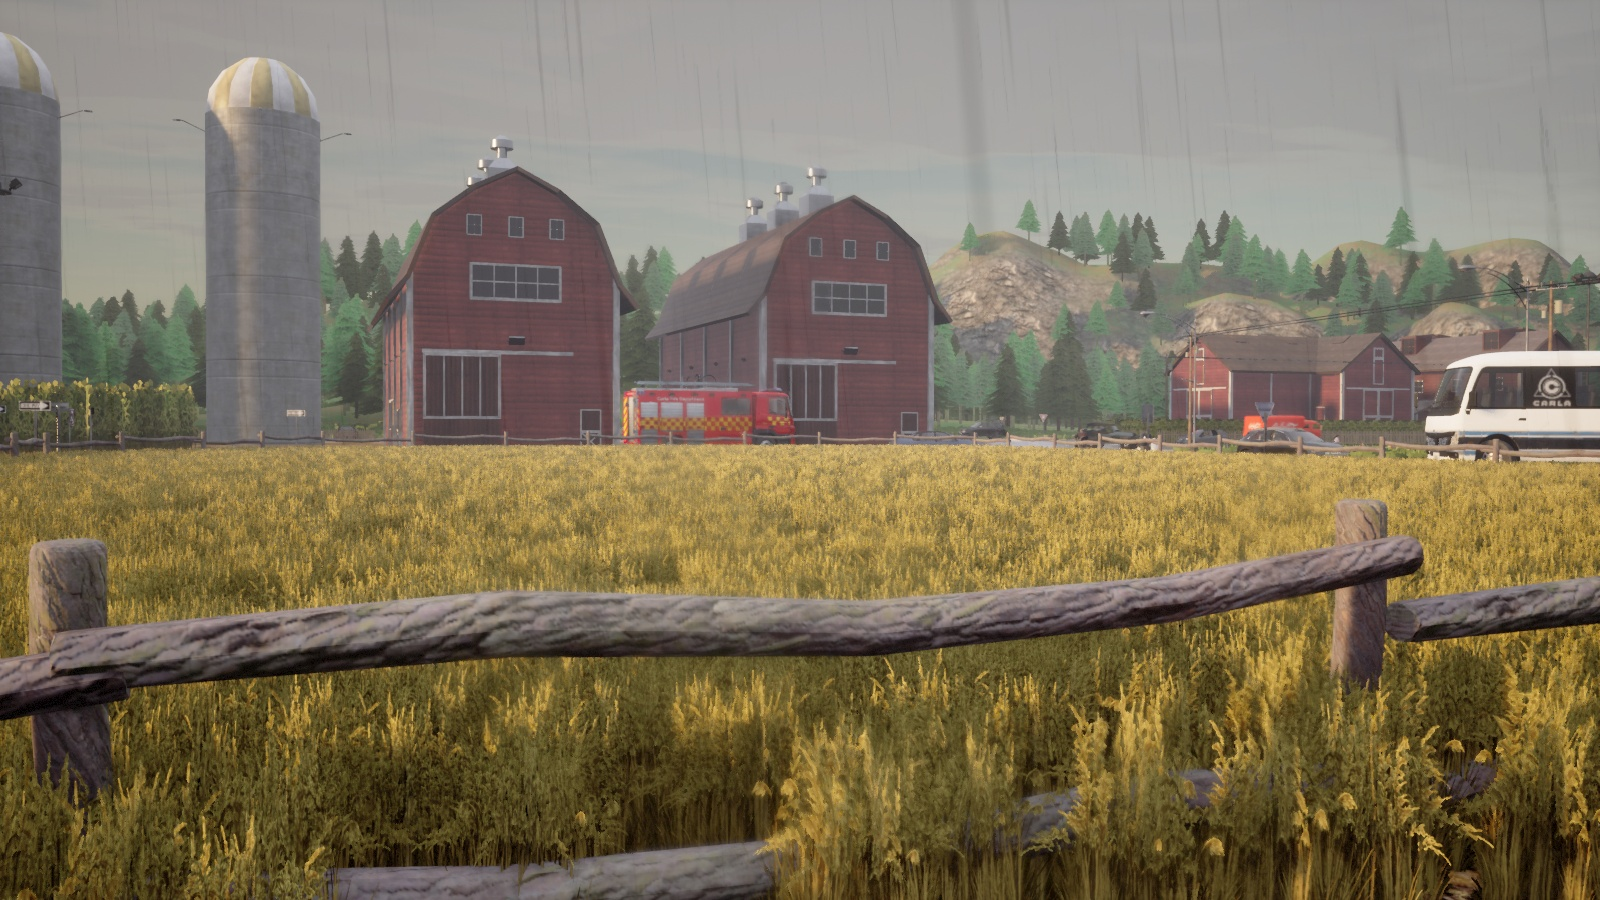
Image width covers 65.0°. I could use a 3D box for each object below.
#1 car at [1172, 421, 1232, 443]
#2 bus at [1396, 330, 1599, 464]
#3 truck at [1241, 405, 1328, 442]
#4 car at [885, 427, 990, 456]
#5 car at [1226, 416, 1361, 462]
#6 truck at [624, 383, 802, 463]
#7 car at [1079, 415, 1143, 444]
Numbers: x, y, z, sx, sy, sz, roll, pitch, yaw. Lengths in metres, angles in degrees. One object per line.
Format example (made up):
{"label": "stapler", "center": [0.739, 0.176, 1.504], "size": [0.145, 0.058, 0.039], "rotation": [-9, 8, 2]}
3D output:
{"label": "car", "center": [28.451, -1.306, 88.899], "size": [3.633, 1.501, 1.845], "rotation": [-1, 1, -13]}
{"label": "bus", "center": [26.218, -1.773, 42.418], "size": [10.273, 4.253, 3.944], "rotation": [-1, 1, 10]}
{"label": "truck", "center": [33.653, -1.868, 87.276], "size": [5.204, 2.467, 2.627], "rotation": [-1, 2, -20]}
{"label": "car", "center": [7.265, -0.477, 66.913], "size": [5.357, 1.411, 2.033], "rotation": [-1, 1, 1]}
{"label": "car", "center": [18.755, -0.439, 47.991], "size": [2.033, 1.649, 4.856], "rotation": [-1, 1, -21]}
{"label": "truck", "center": [-4.391, -1.420, 63.687], "size": [8.468, 3.827, 2.891], "rotation": [-2, 1, -24]}
{"label": "car", "center": [21.165, -1.407, 85.523], "size": [3.866, 1.878, 1.905], "rotation": [-1, 1, 28]}
